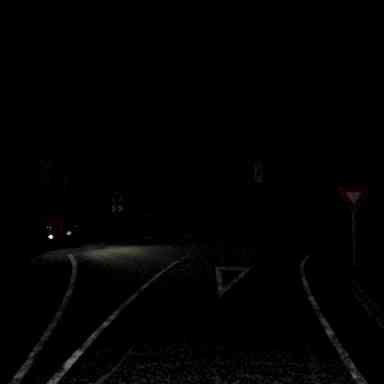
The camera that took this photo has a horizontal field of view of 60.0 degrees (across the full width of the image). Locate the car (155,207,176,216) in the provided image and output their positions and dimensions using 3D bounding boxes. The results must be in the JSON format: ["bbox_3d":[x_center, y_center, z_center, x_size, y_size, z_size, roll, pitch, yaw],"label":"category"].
[{"bbox_3d":[-3.151,2.882,49.080,4.674,1.442,1.812,1,-2,4],"label":"car"}]

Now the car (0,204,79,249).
[{"bbox_3d":[-8.490,1.640,16.809,5.566,2.045,2.150,-1,-1,19],"label":"car"}]
